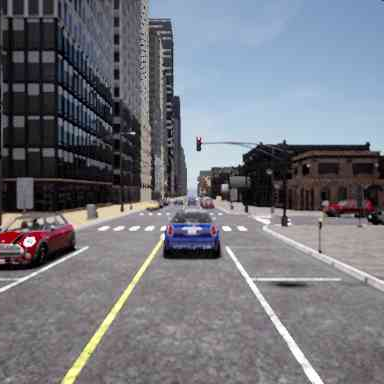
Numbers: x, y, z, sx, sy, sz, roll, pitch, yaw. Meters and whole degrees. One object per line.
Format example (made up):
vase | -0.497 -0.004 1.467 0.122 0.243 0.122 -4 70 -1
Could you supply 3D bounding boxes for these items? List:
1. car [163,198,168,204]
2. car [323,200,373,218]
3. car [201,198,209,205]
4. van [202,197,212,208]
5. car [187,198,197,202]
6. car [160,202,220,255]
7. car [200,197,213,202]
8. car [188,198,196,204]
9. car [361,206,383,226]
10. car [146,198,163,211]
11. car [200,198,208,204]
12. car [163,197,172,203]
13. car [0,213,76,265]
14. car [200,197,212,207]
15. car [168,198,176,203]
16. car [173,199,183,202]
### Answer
car | -5.654 2.087 55.466 1.947 1.339 4.313 -1 -1 0
car | 16.536 1.751 35.120 5.009 1.841 2.192 1 0 1
car | 3.167 2.269 81.317 1.837 1.490 4.892 0 -1 0
van | 2.691 1.915 61.056 1.690 1.788 3.998 -1 -1 0
car | 0.020 2.056 75.441 2.097 1.767 4.553 0 -1 0
car | 0.007 1.482 14.070 2.097 1.767 4.553 0 -1 0
car | 2.691 1.961 55.411 1.967 1.590 4.097 -1 -1 0
car | 0.023 2.264 86.753 2.128 1.511 4.902 0 -1 0
car | 16.425 2.052 26.740 4.313 1.339 1.947 1 0 1
car | -5.826 1.992 49.653 1.752 1.417 4.829 -1 -1 0
car | 3.169 2.336 88.318 1.837 1.490 4.892 0 -1 0
car | -5.651 2.194 66.755 1.947 1.339 4.313 -1 -1 0
car | -5.700 1.552 11.878 1.967 1.590 4.097 -1 -1 0
car | 2.692 1.943 66.700 2.192 1.841 5.009 -1 -1 0
car | -5.644 2.420 94.804 1.752 1.417 4.829 -1 -1 0
car | -2.981 2.248 73.916 1.994 1.385 4.181 0 -1 0
